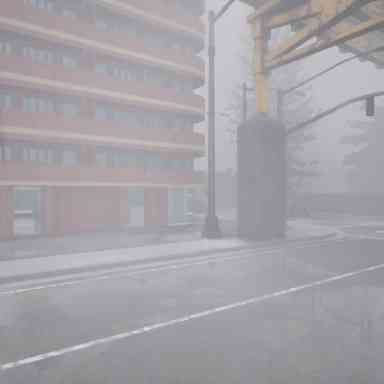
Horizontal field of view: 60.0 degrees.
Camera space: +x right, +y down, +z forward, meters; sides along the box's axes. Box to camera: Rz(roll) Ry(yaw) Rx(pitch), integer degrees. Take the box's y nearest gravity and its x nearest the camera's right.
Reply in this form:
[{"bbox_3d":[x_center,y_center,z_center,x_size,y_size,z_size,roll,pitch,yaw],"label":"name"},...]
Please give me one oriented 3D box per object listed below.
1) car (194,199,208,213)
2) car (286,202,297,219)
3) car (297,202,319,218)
[{"bbox_3d":[0.276,1.478,36.833,1.882,1.535,5.008,0,0,-36],"label":"car"},{"bbox_3d":[6.239,1.526,28.463,1.812,1.442,4.674,0,0,-36],"label":"car"},{"bbox_3d":[9.118,1.601,30.635,1.895,1.301,4.718,0,0,-34],"label":"car"}]
